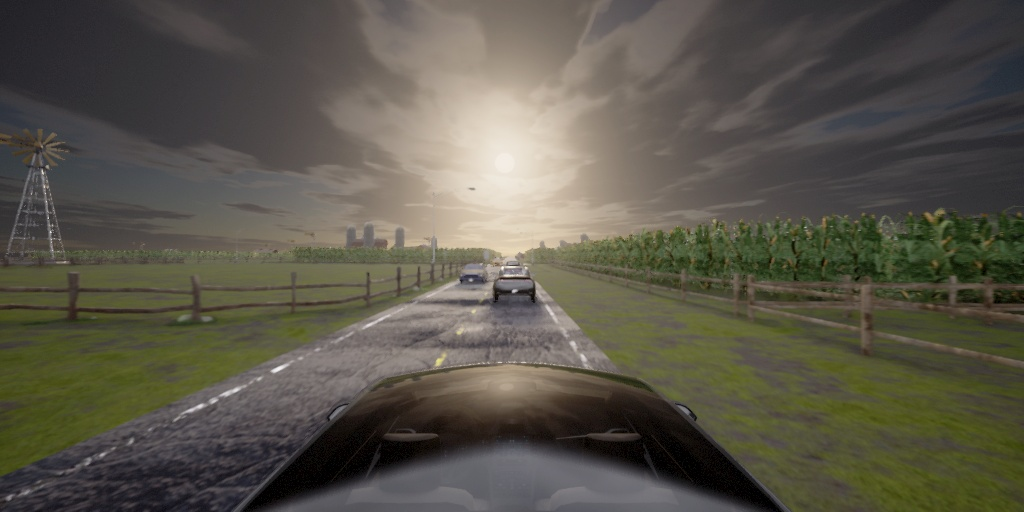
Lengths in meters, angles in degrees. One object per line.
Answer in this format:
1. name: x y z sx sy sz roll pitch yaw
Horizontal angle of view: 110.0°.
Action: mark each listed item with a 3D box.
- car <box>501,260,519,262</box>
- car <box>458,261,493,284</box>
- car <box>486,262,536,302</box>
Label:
1. car: 0.113 1.232 37.686 1.837 1.490 4.892 0 0 0
2. car: -2.840 1.284 27.474 2.033 1.411 5.357 0 0 0
3. car: 0.106 1.234 17.027 2.128 1.511 4.902 0 0 0
